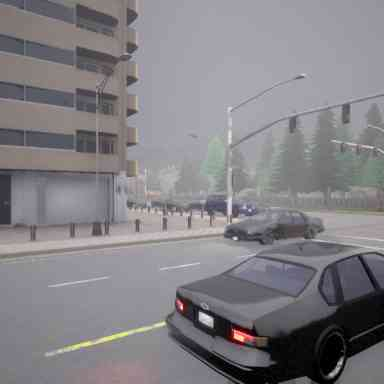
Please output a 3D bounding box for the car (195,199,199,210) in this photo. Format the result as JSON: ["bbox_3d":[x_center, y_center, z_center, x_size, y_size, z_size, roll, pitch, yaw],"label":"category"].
[{"bbox_3d":[1.077,1.581,40.976,1.812,1.442,4.674,0,0,-36],"label":"car"}]

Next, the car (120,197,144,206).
[{"bbox_3d":[-10.339,1.603,56.893,2.033,1.411,5.357,0,0,-35],"label":"car"}]

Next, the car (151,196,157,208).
[{"bbox_3d":[-4.164,1.407,48.252,2.097,1.767,4.553,0,0,-36],"label":"car"}]

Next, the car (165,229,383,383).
[{"bbox_3d":[2.217,1.547,5.361,5.357,1.411,2.033,0,0,-35],"label":"car"}]

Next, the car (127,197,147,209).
[{"bbox_3d":[-8.185,1.560,47.846,1.837,1.490,4.892,0,0,-36],"label":"car"}]

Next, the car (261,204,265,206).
[{"bbox_3d":[6.110,1.619,33.974,1.994,1.385,4.181,0,0,-36],"label":"car"}]

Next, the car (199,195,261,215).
[{"bbox_3d":[3.488,1.277,31.624,2.150,2.045,5.566,0,0,-36],"label":"car"}]

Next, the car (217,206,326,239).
[{"bbox_3d":[3.966,1.547,15.405,5.357,1.411,2.033,0,0,-35],"label":"car"}]

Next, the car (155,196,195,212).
[{"bbox_3d":[-2.106,1.560,39.393,1.837,1.490,4.892,0,0,-36],"label":"car"}]
